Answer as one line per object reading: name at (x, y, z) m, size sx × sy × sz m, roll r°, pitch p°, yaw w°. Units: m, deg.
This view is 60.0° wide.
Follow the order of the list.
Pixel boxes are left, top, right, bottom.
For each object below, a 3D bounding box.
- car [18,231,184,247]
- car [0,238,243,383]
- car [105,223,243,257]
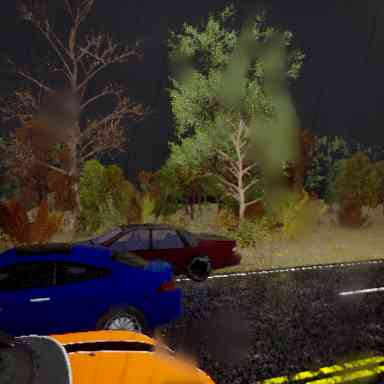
car at (-2.458, 1.538, 4.938) m, size 4.674 × 1.442 × 1.812 m, roll 0°, pitch 0°, yaw -19°
car at (-1.786, 1.359, 1.510) m, size 4.553 × 1.767 × 2.097 m, roll 0°, pitch 0°, yaw -19°
car at (-1.362, 1.564, 8.772) m, size 5.357 × 1.411 × 2.033 m, roll 0°, pitch 0°, yaw -19°
